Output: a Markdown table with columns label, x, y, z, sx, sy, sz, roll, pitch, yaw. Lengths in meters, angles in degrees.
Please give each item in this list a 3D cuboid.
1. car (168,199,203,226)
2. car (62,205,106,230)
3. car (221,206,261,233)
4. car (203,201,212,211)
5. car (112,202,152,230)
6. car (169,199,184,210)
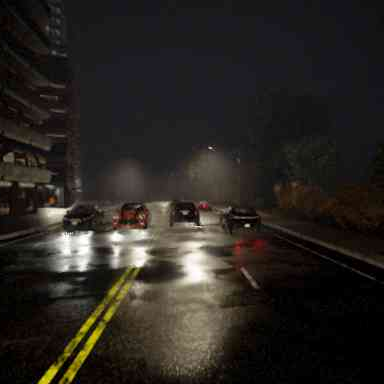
| label | x | y | z | sx | sy | sz | roll | pitch | yaw |
| --- | --- | --- | --- | --- | --- | --- | --- | --- | --- |
| car | -0.592 | 1.491 | 24.913 | 2.097 | 1.767 | 4.553 | 0 | 0 | -3 |
| car | -7.145 | 1.625 | 22.395 | 2.128 | 1.511 | 4.902 | 0 | 0 | -2 |
| car | 2.881 | 1.601 | 20.309 | 2.128 | 1.511 | 4.902 | 0 | 0 | -2 |
| car | 1.359 | 1.792 | 43.521 | 1.994 | 1.385 | 4.181 | 0 | 0 | -5 |
| car | -3.881 | 1.479 | 22.057 | 2.097 | 1.767 | 4.553 | 0 | 0 | -2 |
| car | -2.286 | 1.758 | 47.585 | 1.837 | 1.490 | 4.892 | 0 | 0 | -6 |
